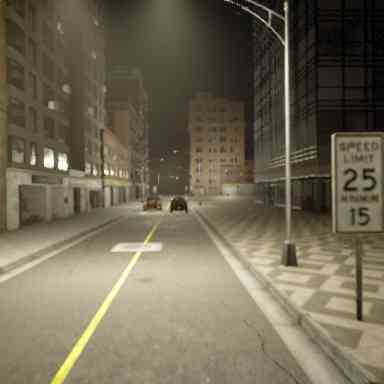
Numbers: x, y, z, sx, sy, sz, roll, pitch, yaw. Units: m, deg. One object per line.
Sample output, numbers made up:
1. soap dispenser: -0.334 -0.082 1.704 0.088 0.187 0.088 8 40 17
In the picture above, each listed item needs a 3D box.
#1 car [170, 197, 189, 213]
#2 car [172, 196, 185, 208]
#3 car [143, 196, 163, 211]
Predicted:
1. car: -1.400 1.398 35.860 1.882 1.535 5.008 -1 0 -2
2. car: -1.943 1.374 47.812 1.812 1.442 4.674 -1 1 -2
3. car: -4.617 1.287 39.611 2.097 1.767 4.553 -1 0 -2
